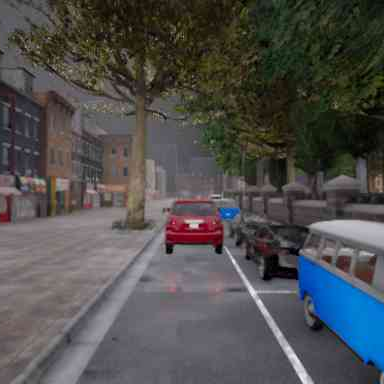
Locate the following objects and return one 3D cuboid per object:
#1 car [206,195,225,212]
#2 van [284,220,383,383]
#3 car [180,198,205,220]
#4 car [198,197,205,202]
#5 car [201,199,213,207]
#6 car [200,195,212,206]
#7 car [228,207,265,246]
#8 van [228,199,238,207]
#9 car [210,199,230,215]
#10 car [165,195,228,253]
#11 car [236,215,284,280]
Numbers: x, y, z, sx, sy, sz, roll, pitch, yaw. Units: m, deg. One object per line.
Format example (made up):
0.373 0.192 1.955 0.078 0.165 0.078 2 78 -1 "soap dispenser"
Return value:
2.975 1.409 43.450 2.150 2.045 5.566 0 0 0 "car"
2.650 1.356 4.343 1.690 1.788 3.998 1 0 0 "van"
0.080 1.469 29.990 2.097 1.767 4.553 0 0 0 "car"
2.632 2.029 90.716 1.887 1.381 4.507 1 0 0 "car"
2.637 1.848 58.837 1.802 1.307 4.206 1 0 0 "car"
2.640 1.615 64.287 2.192 1.841 5.009 1 0 0 "car"
2.646 1.605 15.242 2.008 1.369 4.403 1 0 0 "car"
2.646 1.441 26.141 1.690 1.788 3.998 1 0 0 "van"
3.020 1.605 36.609 1.801 1.575 5.366 0 0 0 "car"
0.081 1.270 14.104 2.150 2.045 5.566 0 0 0 "car"
2.646 1.600 9.793 1.947 1.339 4.313 1 0 0 "car"
